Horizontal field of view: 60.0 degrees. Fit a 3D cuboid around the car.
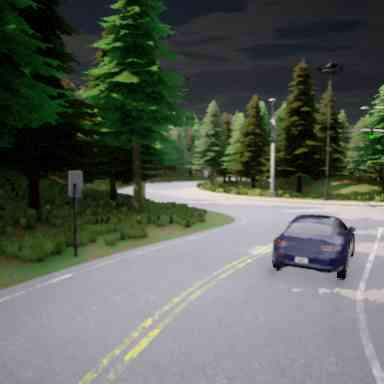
[{"bbox_3d":[3.700,1.392,9.833,1.812,1.442,4.674,3,2,29],"label":"car"}]
